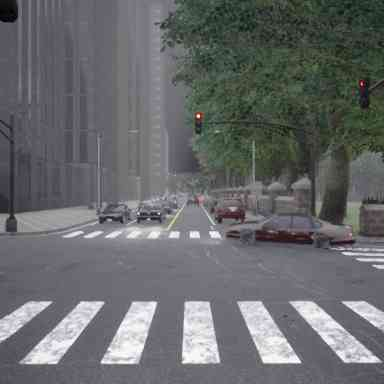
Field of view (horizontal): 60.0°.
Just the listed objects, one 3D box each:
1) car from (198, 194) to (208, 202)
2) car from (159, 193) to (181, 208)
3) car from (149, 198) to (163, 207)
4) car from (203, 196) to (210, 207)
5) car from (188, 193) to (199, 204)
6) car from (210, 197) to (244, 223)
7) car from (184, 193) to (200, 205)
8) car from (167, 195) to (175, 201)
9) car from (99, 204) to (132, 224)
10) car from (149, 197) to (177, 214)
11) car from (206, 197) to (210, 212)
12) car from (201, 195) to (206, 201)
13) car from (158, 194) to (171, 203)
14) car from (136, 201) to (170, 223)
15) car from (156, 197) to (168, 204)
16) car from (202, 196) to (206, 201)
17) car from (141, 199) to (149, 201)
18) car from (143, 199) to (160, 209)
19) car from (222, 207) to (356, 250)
[{"bbox_3d":[2.524,1.423,75.837,2.097,1.767,4.553,0,0,0],"label":"car"},{"bbox_3d":[-3.006,1.384,45.751,2.097,1.767,4.553,0,0,0],"label":"car"},{"bbox_3d":[-5.668,1.621,52.502,1.802,1.307,4.206,0,0,0],"label":"car"},{"bbox_3d":[2.838,1.578,41.579,2.008,1.369,4.403,0,0,0],"label":"car"},{"bbox_3d":[0.220,1.279,68.274,2.150,2.045,5.566,0,0,0],"label":"car"},{"bbox_3d":[2.808,1.325,25.211,2.192,1.841,5.009,0,0,0],"label":"car"},{"bbox_3d":[0.204,1.398,58.354,2.097,1.767,4.553,0,0,0],"label":"car"},{"bbox_3d":[-5.599,1.532,90.701,1.967,1.590,4.097,0,0,0],"label":"car"},{"bbox_3d":[-5.717,1.576,25.217,1.947,1.339,4.313,0,0,0],"label":"car"},{"bbox_3d":[-3.030,1.568,35.476,2.033,1.411,5.357,0,0,1],"label":"car"},{"bbox_3d":[2.828,1.587,36.123,1.947,1.339,4.313,0,0,0],"label":"car"},{"bbox_3d":[2.857,1.480,52.493,1.967,1.590,4.097,0,0,0],"label":"car"},{"bbox_3d":[-5.638,1.373,68.873,2.192,1.841,5.009,0,0,0],"label":"car"},{"bbox_3d":[-3.053,1.611,25.659,1.895,1.301,4.718,0,0,0],"label":"car"},{"bbox_3d":[-5.648,1.634,63.416,1.802,1.307,4.206,0,0,0],"label":"car"},{"bbox_3d":[2.847,1.584,47.036,2.008,1.369,4.403,0,0,0],"label":"car"},{"bbox_3d":[-5.688,1.578,41.587,2.008,1.369,4.403,0,0,0],"label":"car"},{"bbox_3d":[-5.678,1.615,47.044,1.802,1.307,4.206,0,0,0],"label":"car"},{"bbox_3d":[4.256,1.642,14.740,5.357,1.411,2.033,2,1,16],"label":"car"}]
